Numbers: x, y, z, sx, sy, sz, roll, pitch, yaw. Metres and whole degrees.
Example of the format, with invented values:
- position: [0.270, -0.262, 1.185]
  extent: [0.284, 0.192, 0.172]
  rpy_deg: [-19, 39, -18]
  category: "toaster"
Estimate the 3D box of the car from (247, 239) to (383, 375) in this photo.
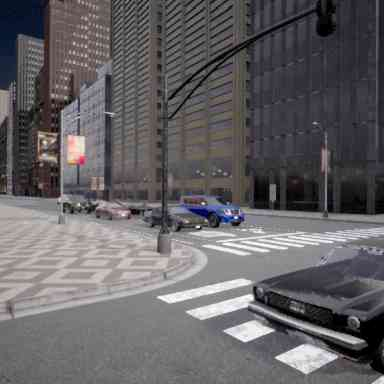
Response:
- position: [3.176, 1.565, 5.652]
  extent: [4.718, 1.301, 1.895]
  rpy_deg: [-1, 0, -36]
  category: "car"

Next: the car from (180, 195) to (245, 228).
- position: [1.131, 1.267, 23.092]
  extent: [2.150, 2.045, 5.566]
  rpy_deg: [1, -1, -36]
  category: "car"

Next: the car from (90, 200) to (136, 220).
- position: [-6.893, 1.584, 28.736]
  extent: [1.812, 1.442, 4.674]
  rpy_deg: [1, -1, -36]
  category: "car"

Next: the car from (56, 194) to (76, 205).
- position: [-24.738, 1.489, 65.205]
  extent: [2.150, 2.045, 5.566]
  rpy_deg: [1, -1, -36]
  category: "car"

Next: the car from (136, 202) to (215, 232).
- position: [-1.197, 1.567, 20.769]
  extent: [2.033, 1.411, 5.357]
  rpy_deg: [1, -1, -35]
  category: "car"

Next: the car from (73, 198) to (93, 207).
- position: [-18.686, 1.733, 56.745]
  extent: [1.837, 1.490, 4.892]
  rpy_deg: [1, -1, -36]
  category: "car"

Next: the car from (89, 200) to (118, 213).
- position: [-10.605, 1.651, 39.531]
  extent: [1.812, 1.442, 4.674]
  rpy_deg: [1, -1, -35]
  category: "car"

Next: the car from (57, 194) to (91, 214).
- position: [-13.117, 1.322, 37.461]
  extent: [2.150, 2.045, 5.566]
  rpy_deg: [1, -1, -36]
  category: "car"
